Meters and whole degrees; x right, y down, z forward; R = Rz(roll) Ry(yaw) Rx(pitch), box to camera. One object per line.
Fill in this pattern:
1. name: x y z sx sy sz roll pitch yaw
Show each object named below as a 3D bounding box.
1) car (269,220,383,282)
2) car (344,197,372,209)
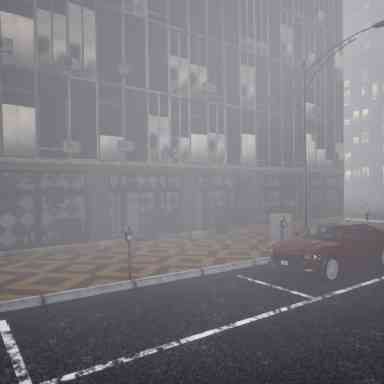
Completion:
1. car: 4.158 1.542 9.721 4.507 1.381 1.887 0 -1 -36
2. car: 18.691 1.275 39.604 1.752 1.417 4.829 -1 1 -35
